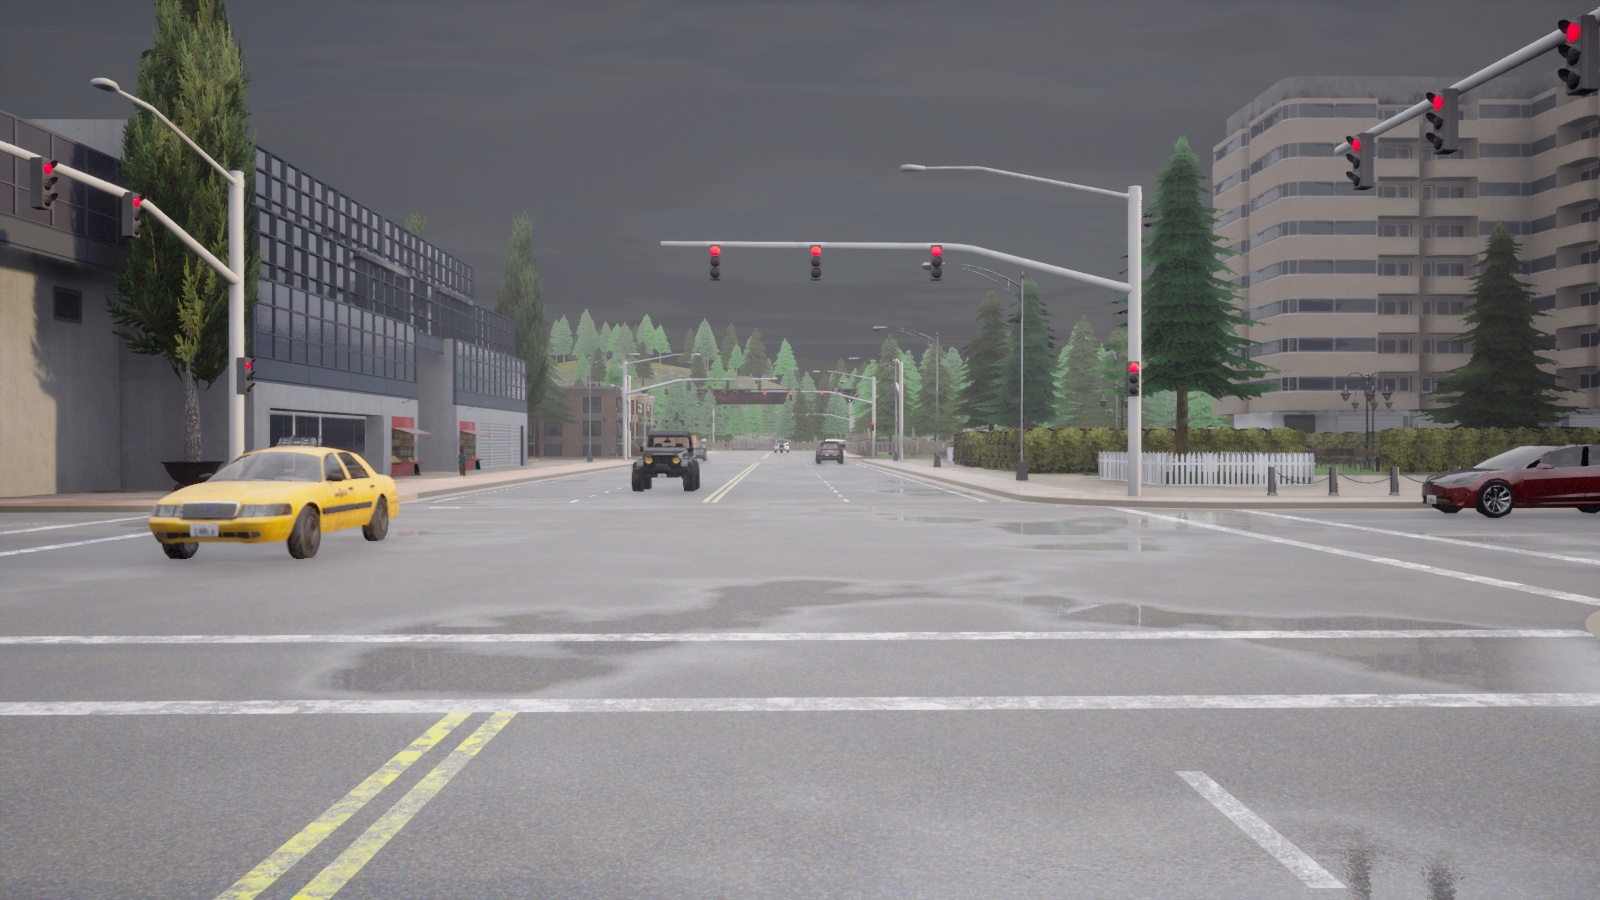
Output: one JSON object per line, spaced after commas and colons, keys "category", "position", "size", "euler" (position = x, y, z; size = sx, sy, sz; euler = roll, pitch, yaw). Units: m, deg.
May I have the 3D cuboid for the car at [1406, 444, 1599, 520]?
{"category": "car", "position": [15.302, 0.614, 25.652], "size": [4.792, 1.488, 2.163], "euler": [0, 0, -1]}

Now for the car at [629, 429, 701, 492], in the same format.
{"category": "car", "position": [-4.168, 0.317, 39.374], "size": [1.905, 1.878, 3.866], "euler": [0, 0, -1]}

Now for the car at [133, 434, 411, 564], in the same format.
{"category": "car", "position": [-7.217, 0.579, 17.867], "size": [1.801, 1.575, 5.366], "euler": [0, 0, -1]}

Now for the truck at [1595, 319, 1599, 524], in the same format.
{"category": "truck", "position": [19.204, -0.528, 22.210], "size": [8.468, 3.827, 2.891], "euler": [0, 0, -1]}

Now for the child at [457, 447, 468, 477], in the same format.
{"category": "child", "position": [-13.509, 0.491, 50.255], "size": [0.343, 1.192, 0.448], "euler": [0, 0, -3]}

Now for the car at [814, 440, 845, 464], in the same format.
{"category": "car", "position": [2.116, 0.161, 90.985], "size": [2.033, 1.649, 4.856], "euler": [0, -1, -1]}
